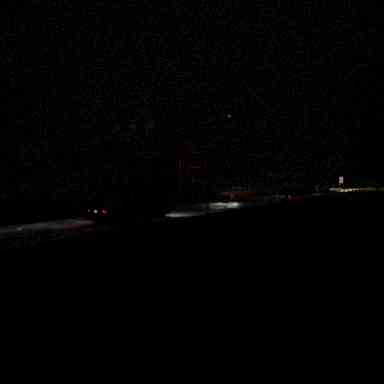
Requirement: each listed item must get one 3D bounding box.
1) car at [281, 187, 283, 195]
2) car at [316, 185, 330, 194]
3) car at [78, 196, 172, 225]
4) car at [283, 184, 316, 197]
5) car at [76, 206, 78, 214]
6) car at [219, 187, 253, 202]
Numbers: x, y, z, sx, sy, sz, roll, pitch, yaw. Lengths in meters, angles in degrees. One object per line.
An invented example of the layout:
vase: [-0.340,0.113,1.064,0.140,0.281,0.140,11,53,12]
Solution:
car: [14.665,-0.437,49.350,1.837,1.490,4.892,0,2,35]
car: [20.287,-0.485,52.519,1.994,1.385,4.181,0,2,35]
car: [-3.465,0.960,19.051,2.033,1.411,5.357,0,2,35]
car: [14.361,-0.209,44.081,2.128,1.511,4.902,0,2,36]
car: [-5.099,0.969,21.673,1.895,1.301,4.718,0,2,35]
car: [4.760,0.221,35.557,1.882,1.535,5.008,0,2,35]
